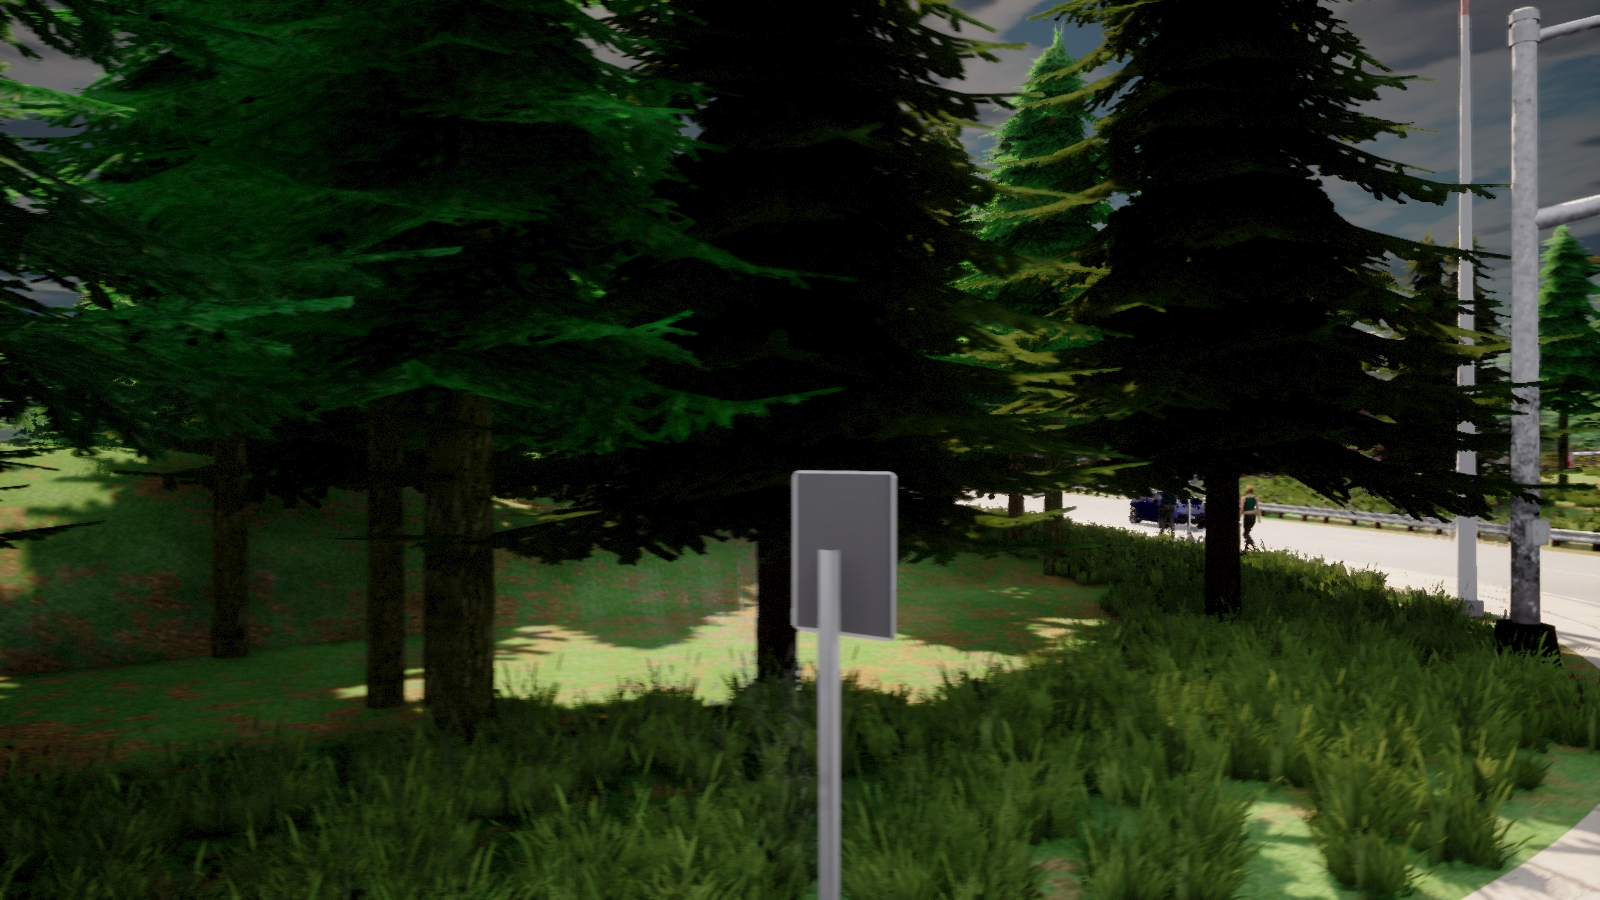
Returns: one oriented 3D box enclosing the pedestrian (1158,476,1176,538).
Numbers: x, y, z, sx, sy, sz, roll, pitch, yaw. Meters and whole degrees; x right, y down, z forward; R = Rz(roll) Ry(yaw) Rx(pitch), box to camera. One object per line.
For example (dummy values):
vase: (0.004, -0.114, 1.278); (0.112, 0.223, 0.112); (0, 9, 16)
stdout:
pedestrian: (11.120, 1.720, 34.621); (0.375, 1.860, 0.375); (0, 0, -7)

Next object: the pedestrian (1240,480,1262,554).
pedestrian: (11.573, 1.711, 29.319); (0.375, 1.860, 0.375); (0, 0, -5)
